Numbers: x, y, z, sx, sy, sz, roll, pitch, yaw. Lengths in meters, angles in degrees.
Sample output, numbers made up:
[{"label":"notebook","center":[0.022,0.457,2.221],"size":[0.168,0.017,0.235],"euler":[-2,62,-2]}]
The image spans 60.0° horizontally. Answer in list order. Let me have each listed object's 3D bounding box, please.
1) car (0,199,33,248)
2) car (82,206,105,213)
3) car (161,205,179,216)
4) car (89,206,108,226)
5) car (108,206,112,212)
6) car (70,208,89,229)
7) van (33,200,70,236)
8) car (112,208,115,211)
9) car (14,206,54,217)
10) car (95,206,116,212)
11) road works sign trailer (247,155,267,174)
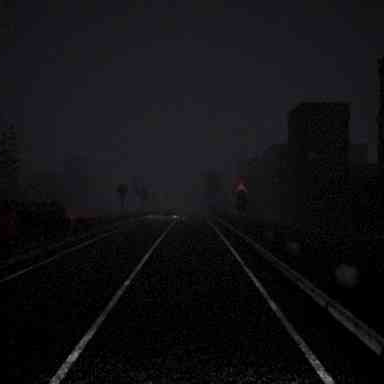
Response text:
[{"label":"car","center":[-9.518,1.277,12.670],"size":[5.566,2.045,2.435],"euler":[0,-1,0]},{"label":"car","center":[-21.789,3.887,73.660],"size":[4.674,1.452,2.002],"euler":[0,-3,0]},{"label":"car","center":[-3.247,2.922,51.245],"size":[1.812,1.442,4.674],"euler":[0,-3,0]},{"label":"car","center":[-9.363,1.804,24.809],"size":[5.366,1.575,1.946],"euler":[0,-2,0]},{"label":"car","center":[-21.772,3.995,76.935],"size":[4.892,1.521,2.231],"euler":[0,-3,0]},{"label":"car","center":[-9.566,1.601,21.895],"size":[4.553,1.767,2.185],"euler":[0,-2,0]},{"label":"van","center":[-9.638,1.429,18.860],"size":[4.442,1.987,1.878],"euler":[0,-1,0]},{"label":"car","center":[-21.768,4.140,80.205],"size":[5.008,1.535,2.097],"euler":[0,-3,0]},{"label":"car","center":[-21.875,2.655,46.182],"size":[4.674,1.452,2.002],"euler":[0,-3,0]},{"label":"car","center":[-21.746,4.322,83.348],"size":[4.674,1.452,2.002],"euler":[0,-3,0]},{"label":"road works sign trailer","center":[10.351,-4.799,54.203],"size":[2.380,2.880,3.560],"euler":[-19,-11,25]}]
